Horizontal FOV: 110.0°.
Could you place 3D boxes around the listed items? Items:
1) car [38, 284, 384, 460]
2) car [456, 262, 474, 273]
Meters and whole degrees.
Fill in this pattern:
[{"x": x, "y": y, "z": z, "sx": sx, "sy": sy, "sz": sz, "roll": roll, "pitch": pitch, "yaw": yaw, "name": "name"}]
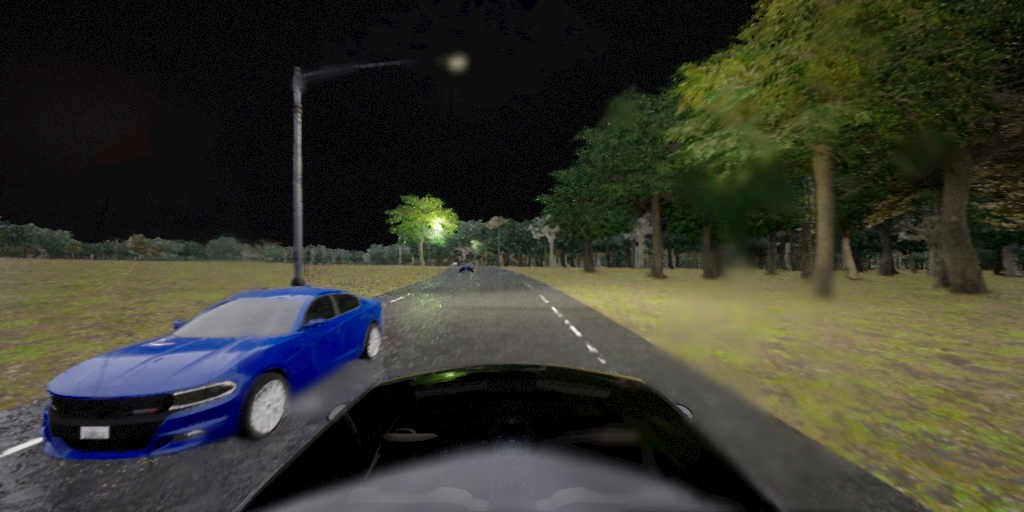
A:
[{"x": -3.631, "y": 1.264, "z": 5.600, "sx": 1.882, "sy": 1.535, "sz": 5.008, "roll": 0, "pitch": 0, "yaw": 0, "name": "car"}, {"x": -5.999, "y": 1.558, "z": 47.414, "sx": 1.895, "sy": 1.301, "sz": 4.718, "roll": 0, "pitch": 0, "yaw": -6, "name": "car"}]
